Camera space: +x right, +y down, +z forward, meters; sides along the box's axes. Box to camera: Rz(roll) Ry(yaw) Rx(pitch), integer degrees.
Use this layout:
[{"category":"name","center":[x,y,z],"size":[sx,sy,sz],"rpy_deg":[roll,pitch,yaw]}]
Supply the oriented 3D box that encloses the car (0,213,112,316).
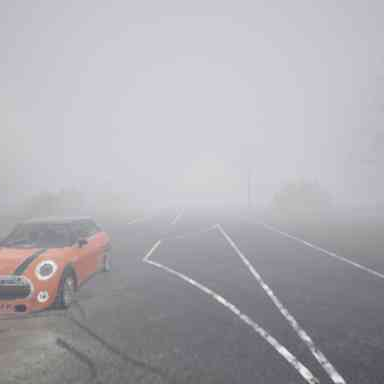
[{"category":"car","center":[-3.437,1.430,7.965],"size":[2.097,1.767,4.553],"rpy_deg":[0,0,0]}]
